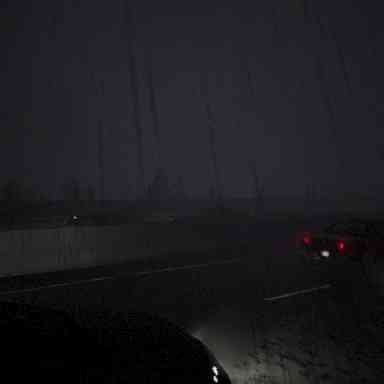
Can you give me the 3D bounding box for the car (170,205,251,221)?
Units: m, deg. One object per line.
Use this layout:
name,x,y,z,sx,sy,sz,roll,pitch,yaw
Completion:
car,1.245,1.547,20.848,5.357,1.411,2.033,0,0,-28

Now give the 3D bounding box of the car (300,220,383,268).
car,6.039,1.601,11.284,4.718,1.301,1.895,0,0,-29

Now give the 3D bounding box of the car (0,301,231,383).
car,-1.670,1.564,2.381,4.181,1.385,1.994,0,0,-35

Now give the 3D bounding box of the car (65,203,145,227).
car,-5.393,1.492,21.023,4.902,1.511,2.128,0,0,-31
